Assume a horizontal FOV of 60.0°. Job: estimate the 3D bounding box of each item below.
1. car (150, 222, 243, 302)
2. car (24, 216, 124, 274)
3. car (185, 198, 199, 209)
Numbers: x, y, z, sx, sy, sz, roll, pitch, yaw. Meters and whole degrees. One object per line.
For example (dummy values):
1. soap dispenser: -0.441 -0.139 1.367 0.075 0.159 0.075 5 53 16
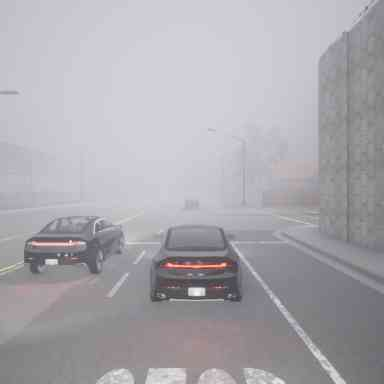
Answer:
1. car: 0.078 1.505 8.265 1.837 1.490 4.892 0 0 0
2. car: -3.429 1.492 10.533 2.128 1.511 4.902 0 0 0
3. car: -0.022 1.492 44.232 2.128 1.511 4.902 0 0 0
